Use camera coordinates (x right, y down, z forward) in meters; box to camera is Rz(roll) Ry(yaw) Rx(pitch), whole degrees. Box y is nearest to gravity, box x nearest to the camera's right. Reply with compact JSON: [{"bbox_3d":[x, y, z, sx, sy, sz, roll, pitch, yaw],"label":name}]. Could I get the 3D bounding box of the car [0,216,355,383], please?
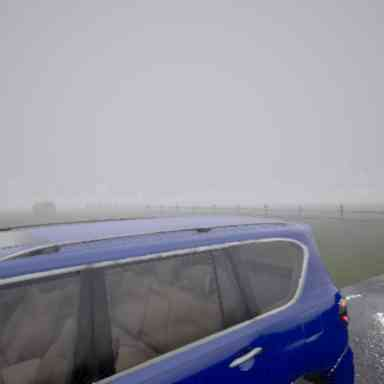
[{"bbox_3d":[-1.100,1.273,2.221,5.566,2.045,2.150,0,-1,-38],"label":"car"}]
